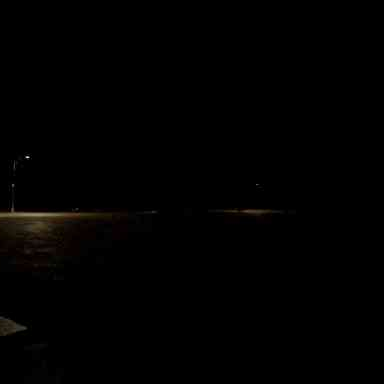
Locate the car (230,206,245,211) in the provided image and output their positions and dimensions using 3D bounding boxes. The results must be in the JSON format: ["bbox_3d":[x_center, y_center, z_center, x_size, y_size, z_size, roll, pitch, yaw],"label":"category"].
[{"bbox_3d":[11.775,4.293,85.652,1.895,1.301,4.718,-1,-3,35],"label":"car"}]

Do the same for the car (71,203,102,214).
[{"bbox_3d":[-16.197,2.505,51.242,1.882,1.535,5.008,-1,-2,36],"label":"car"}]

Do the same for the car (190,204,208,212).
[{"bbox_3d":[1.522,3.364,71.250,2.097,1.767,4.553,-1,-3,35],"label":"car"}]

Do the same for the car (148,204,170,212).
[{"bbox_3d":[-6.442,3.129,64.836,1.882,1.535,5.008,-1,-2,36],"label":"car"}]
